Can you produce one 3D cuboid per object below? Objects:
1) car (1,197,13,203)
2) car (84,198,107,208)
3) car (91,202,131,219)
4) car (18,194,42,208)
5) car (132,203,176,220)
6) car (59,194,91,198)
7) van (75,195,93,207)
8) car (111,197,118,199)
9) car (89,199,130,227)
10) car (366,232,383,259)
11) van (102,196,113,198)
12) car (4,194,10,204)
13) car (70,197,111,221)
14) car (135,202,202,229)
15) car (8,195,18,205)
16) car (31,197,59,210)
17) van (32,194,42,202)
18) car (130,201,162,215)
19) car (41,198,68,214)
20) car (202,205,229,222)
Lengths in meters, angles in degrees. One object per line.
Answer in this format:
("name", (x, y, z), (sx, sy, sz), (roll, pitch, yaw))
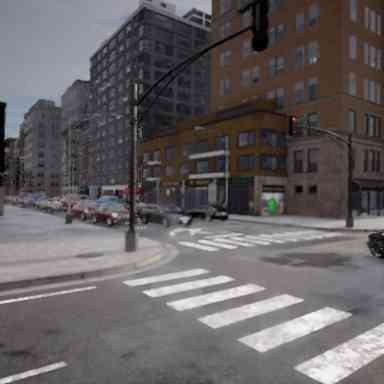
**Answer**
("car", (-40.302, 1.667, 72.518), (1.802, 1.307, 4.206), (1, 0, -35))
("car", (-14.662, 1.691, 50.151), (2.008, 1.369, 4.403), (1, 0, -35))
("car", (-7.507, 1.674, 30.522), (1.895, 1.301, 4.718), (1, 0, -35))
("car", (-24.395, 1.496, 50.019), (1.967, 1.590, 4.097), (1, 0, -35))
("car", (-3.557, 1.707, 30.057), (1.895, 1.301, 4.718), (1, 0, -35))
("car", (-13.530, 1.296, 39.077), (2.150, 2.045, 5.566), (1, 0, -35))
("van", (-17.841, 1.486, 54.652), (1.690, 1.788, 3.998), (1, 0, -35))
("car", (-8.300, 1.701, 41.151), (1.947, 1.339, 4.313), (1, 0, -35))
("car", (-5.308, 1.487, 23.020), (1.967, 1.590, 4.097), (1, 0, -35))
("car", (7.239, 1.629, 9.974), (2.033, 1.411, 5.357), (1, 0, 5))
("van", (-11.479, 1.478, 45.652), (1.690, 1.788, 3.998), (1, 0, -35))
("car", (-37.120, 1.624, 68.018), (1.887, 1.381, 4.507), (1, 0, -35))
("car", (-8.489, 1.486, 27.520), (1.967, 1.590, 4.097), (1, 0, -35))
("car", (-1.827, 1.567, 22.491), (2.128, 1.511, 4.902), (1, 0, -35))
("car", (-30.758, 1.618, 59.018), (2.008, 1.369, 4.403), (1, 0, -35))
("car", (-18.033, 1.599, 41.019), (2.008, 1.369, 4.403), (1, 0, -35))
("van", (-40.110, 1.524, 86.152), (1.690, 1.788, 3.998), (1, 0, -35))
("car", (-5.119, 1.716, 36.652), (1.802, 1.307, 4.206), (1, 0, -35))
("car", (-14.852, 1.628, 36.519), (1.802, 1.307, 4.206), (1, 0, -35))
("car", (1.244, 1.701, 27.651), (1.947, 1.339, 4.313), (1, 0, -35))
